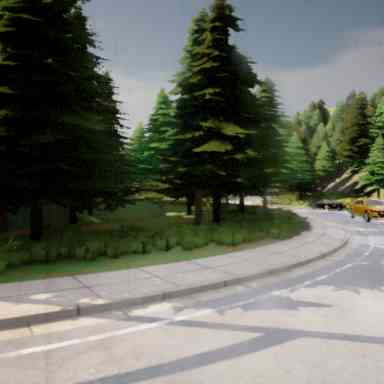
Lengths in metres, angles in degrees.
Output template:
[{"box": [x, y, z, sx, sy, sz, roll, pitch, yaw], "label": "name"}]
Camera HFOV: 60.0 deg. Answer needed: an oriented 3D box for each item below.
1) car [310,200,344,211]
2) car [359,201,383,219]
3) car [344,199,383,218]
[{"box": [16.851, 1.629, 41.738, 1.895, 1.301, 4.718, 1, 0, -14], "label": "car"}, {"box": [17.491, 1.636, 31.197, 1.812, 1.442, 4.674, 1, 0, 6], "label": "car"}, {"box": [12.876, 1.206, 23.838, 1.882, 1.535, 5.008, 1, 0, 8], "label": "car"}]
